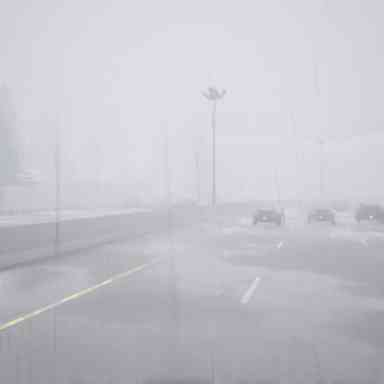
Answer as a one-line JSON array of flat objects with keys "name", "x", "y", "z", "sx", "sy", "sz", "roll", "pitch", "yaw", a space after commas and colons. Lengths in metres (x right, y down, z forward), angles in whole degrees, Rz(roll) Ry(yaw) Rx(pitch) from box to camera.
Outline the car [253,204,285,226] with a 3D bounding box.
[{"name": "car", "x": 5.623, "y": 1.583, "z": 24.100, "sx": 1.812, "sy": 1.442, "sz": 4.674, "roll": 0, "pitch": 0, "yaw": 20}]

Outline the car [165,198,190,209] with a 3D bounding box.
[{"name": "car", "x": -1.007, "y": 1.555, "z": 43.765, "sx": 1.882, "sy": 1.535, "sz": 5.008, "roll": 0, "pitch": 0, "yaw": 30}]

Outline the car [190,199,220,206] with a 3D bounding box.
[{"name": "car", "x": 2.052, "y": 1.608, "z": 42.068, "sx": 1.812, "sy": 1.442, "sz": 4.674, "roll": 0, "pitch": 0, "yaw": 30}]

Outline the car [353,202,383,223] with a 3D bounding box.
[{"name": "car", "x": 14.296, "y": 1.591, "z": 26.933, "sx": 1.837, "sy": 1.490, "sz": 4.892, "roll": -1, "pitch": 0, "yaw": 24}]

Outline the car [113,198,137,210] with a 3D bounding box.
[{"name": "car", "x": -8.532, "y": 1.547, "z": 44.362, "sx": 2.128, "sy": 1.511, "sz": 4.902, "roll": 0, "pitch": 0, "yaw": 27}]

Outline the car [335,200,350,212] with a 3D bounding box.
[{"name": "car", "x": 17.729, "y": 1.680, "z": 40.206, "sx": 1.994, "sy": 1.385, "sz": 4.181, "roll": 0, "pitch": 0, "yaw": 35}]

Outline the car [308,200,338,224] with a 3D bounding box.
[{"name": "car", "x": 9.887, "y": 1.597, "z": 25.400, "sx": 1.812, "sy": 1.442, "sz": 4.674, "roll": 0, "pitch": 0, "yaw": 22}]

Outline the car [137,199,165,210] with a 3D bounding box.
[{"name": "car", "x": -4.796, "y": 1.665, "z": 44.036, "sx": 1.895, "sy": 1.301, "sz": 4.718, "roll": 0, "pitch": 0, "yaw": 28}]
